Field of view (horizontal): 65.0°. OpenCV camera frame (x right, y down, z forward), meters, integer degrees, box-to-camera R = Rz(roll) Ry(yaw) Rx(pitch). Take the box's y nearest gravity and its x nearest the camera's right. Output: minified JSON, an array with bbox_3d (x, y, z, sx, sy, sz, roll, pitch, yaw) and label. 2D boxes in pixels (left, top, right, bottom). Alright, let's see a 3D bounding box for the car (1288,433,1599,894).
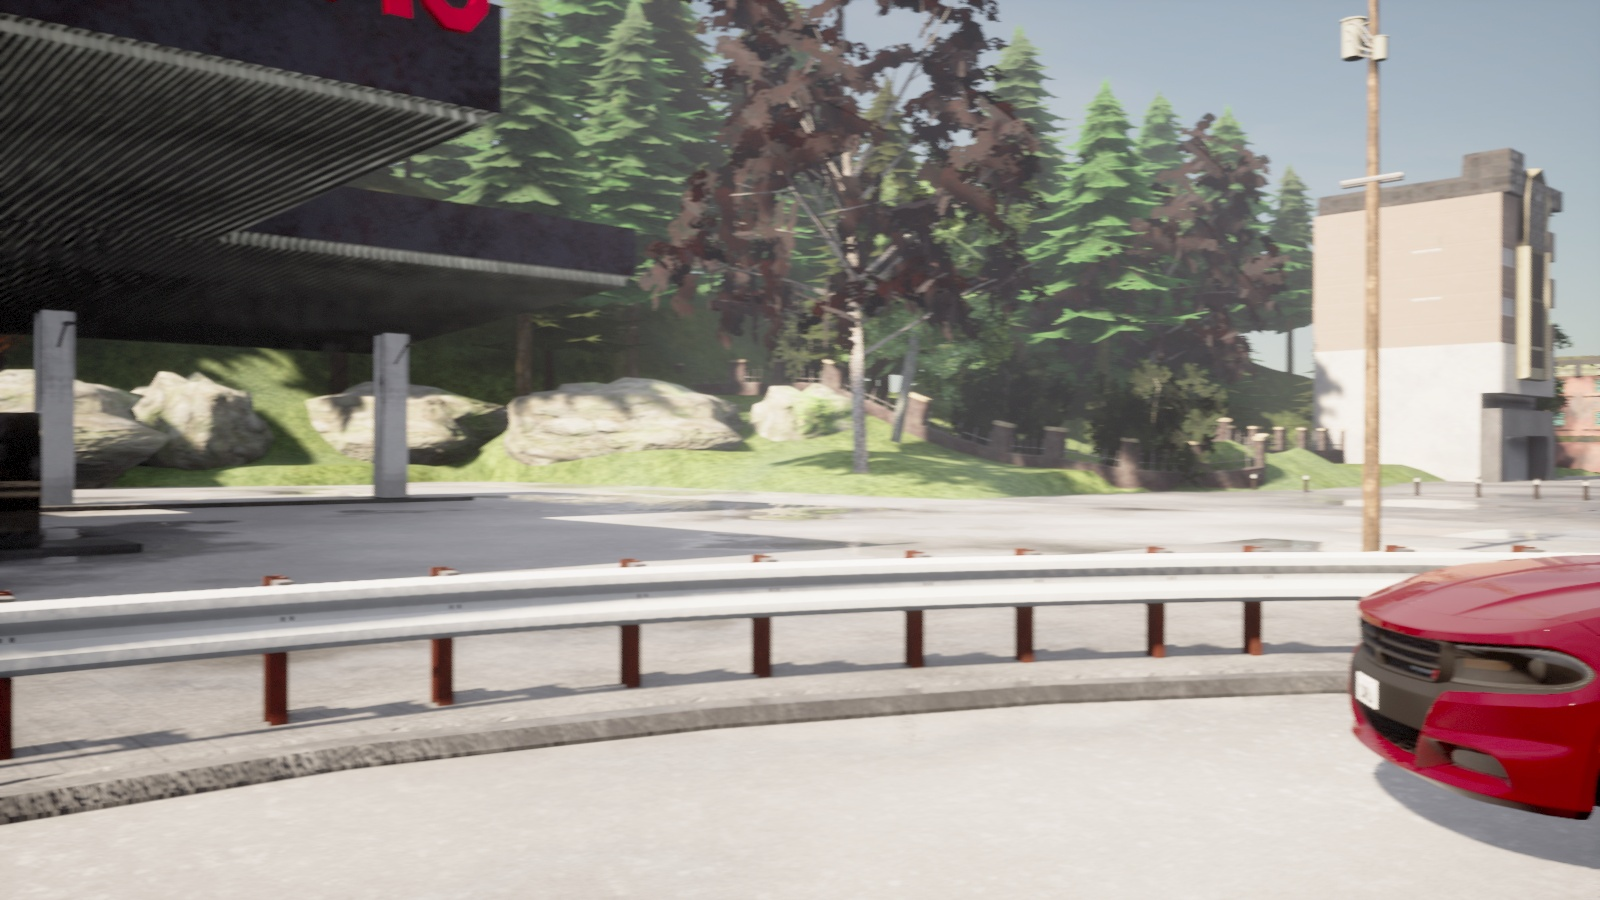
[{"bbox_3d":[4.741,0.713,4.865,5.008,1.535,1.882,0,0,7],"label":"car"}]
